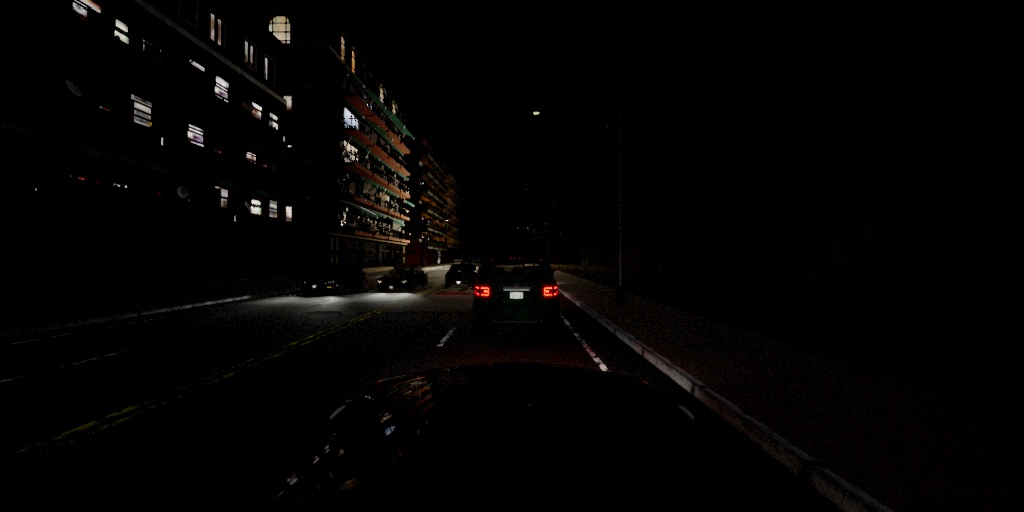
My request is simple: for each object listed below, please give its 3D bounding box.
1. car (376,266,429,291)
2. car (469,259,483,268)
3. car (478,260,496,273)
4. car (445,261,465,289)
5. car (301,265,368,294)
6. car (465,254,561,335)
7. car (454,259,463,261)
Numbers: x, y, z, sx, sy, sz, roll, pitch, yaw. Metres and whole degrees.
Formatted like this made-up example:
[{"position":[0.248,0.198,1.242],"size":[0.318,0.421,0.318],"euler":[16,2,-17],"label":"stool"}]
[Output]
[{"position":[-6.544,1.299,22.084],"size":[2.033,1.411,5.357],"euler":[0,0,0],"label":"car"},{"position":[-6.383,1.313,64.278],"size":[1.994,1.385,4.181],"euler":[0,0,1],"label":"car"},{"position":[-3.032,1.278,44.365],"size":[1.812,1.442,4.674],"euler":[0,-1,0],"label":"car"},{"position":[-3.092,1.257,23.188],"size":[1.837,1.490,4.892],"euler":[0,0,0],"label":"car"},{"position":[-9.801,1.257,20.205],"size":[1.837,1.490,4.892],"euler":[0,0,0],"label":"car"},{"position":[0.118,0.973,10.704],"size":[2.150,2.045,5.566],"euler":[0,0,0],"label":"car"},{"position":[-9.640,1.241,63.486],"size":[2.128,1.511,4.902],"euler":[0,0,1],"label":"car"}]
